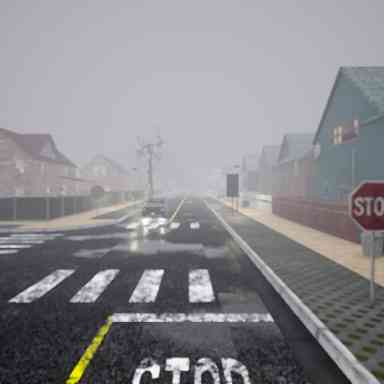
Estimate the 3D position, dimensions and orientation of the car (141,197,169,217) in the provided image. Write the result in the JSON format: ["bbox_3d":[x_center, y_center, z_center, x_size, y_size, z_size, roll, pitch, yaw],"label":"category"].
[{"bbox_3d":[-2.784,1.124,26.323,2.033,1.411,5.357,0,1,0],"label":"car"}]
